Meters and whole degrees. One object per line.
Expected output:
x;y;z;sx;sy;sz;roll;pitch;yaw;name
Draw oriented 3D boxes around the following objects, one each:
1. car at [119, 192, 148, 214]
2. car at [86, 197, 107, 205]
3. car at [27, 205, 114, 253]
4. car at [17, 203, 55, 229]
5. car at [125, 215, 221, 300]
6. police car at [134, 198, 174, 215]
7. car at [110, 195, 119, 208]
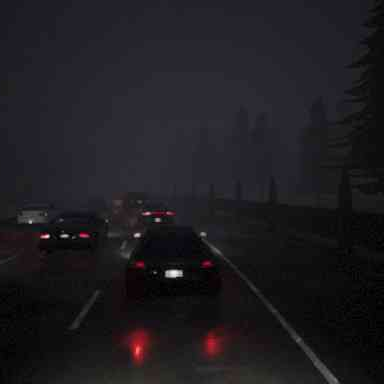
-5.649;1.023;33.124;2.150;2.045;5.566;0;0;-18;car
-10.413;1.261;36.155;1.882;1.535;5.008;0;0;-20;car
-4.509;1.468;13.289;2.033;1.411;5.357;0;0;-8;car
-9.461;1.402;20.766;1.812;1.442;4.674;0;0;-12;car
-0.526;1.513;8.349;1.994;1.385;4.181;0;0;-5;car
-2.383;1.378;20.981;2.038;1.542;4.974;0;0;-11;police car
-9.764;1.194;44.158;1.801;1.575;5.366;0;1;-22;car
